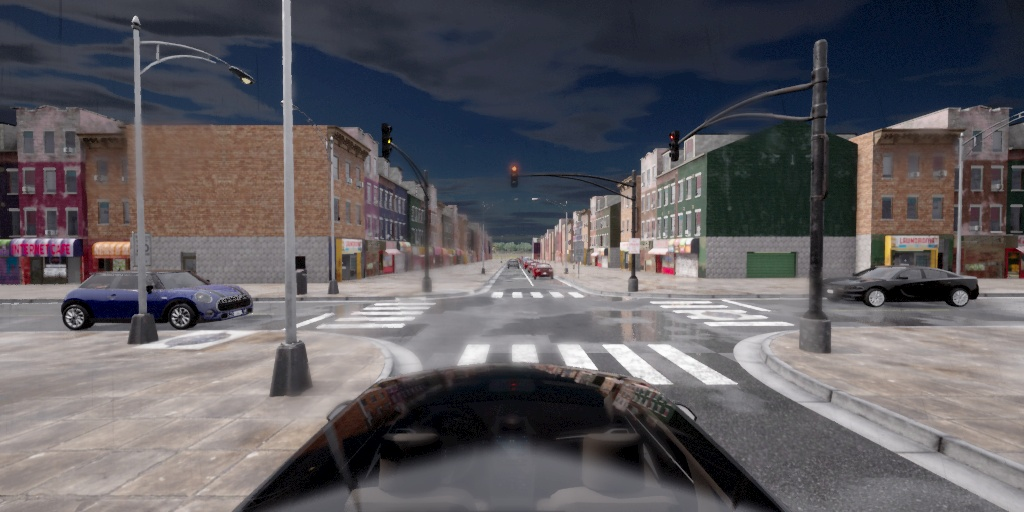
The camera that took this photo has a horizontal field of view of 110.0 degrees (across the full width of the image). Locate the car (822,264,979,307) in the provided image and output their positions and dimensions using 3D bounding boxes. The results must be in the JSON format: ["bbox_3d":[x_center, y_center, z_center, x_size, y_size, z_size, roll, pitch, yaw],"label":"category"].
[{"bbox_3d":[14.991,1.103,14.061,5.008,1.535,1.882,0,1,0],"label":"car"}]

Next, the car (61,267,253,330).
[{"bbox_3d":[-10.791,1.202,11.170,4.553,1.767,2.097,0,1,0],"label":"car"}]

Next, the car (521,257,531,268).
[{"bbox_3d":[2.746,1.292,53.770,1.888,1.381,4.507,0,0,0],"label":"car"}]

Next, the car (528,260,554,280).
[{"bbox_3d":[2.700,1.291,31.640,1.888,1.381,4.507,0,0,0],"label":"car"}]

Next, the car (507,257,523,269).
[{"bbox_3d":[0.219,1.239,58.531,2.128,1.511,4.902,0,0,0],"label":"car"}]

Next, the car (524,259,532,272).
[{"bbox_3d":[2.723,1.328,42.705,1.802,1.307,4.207,0,0,0],"label":"car"}]
